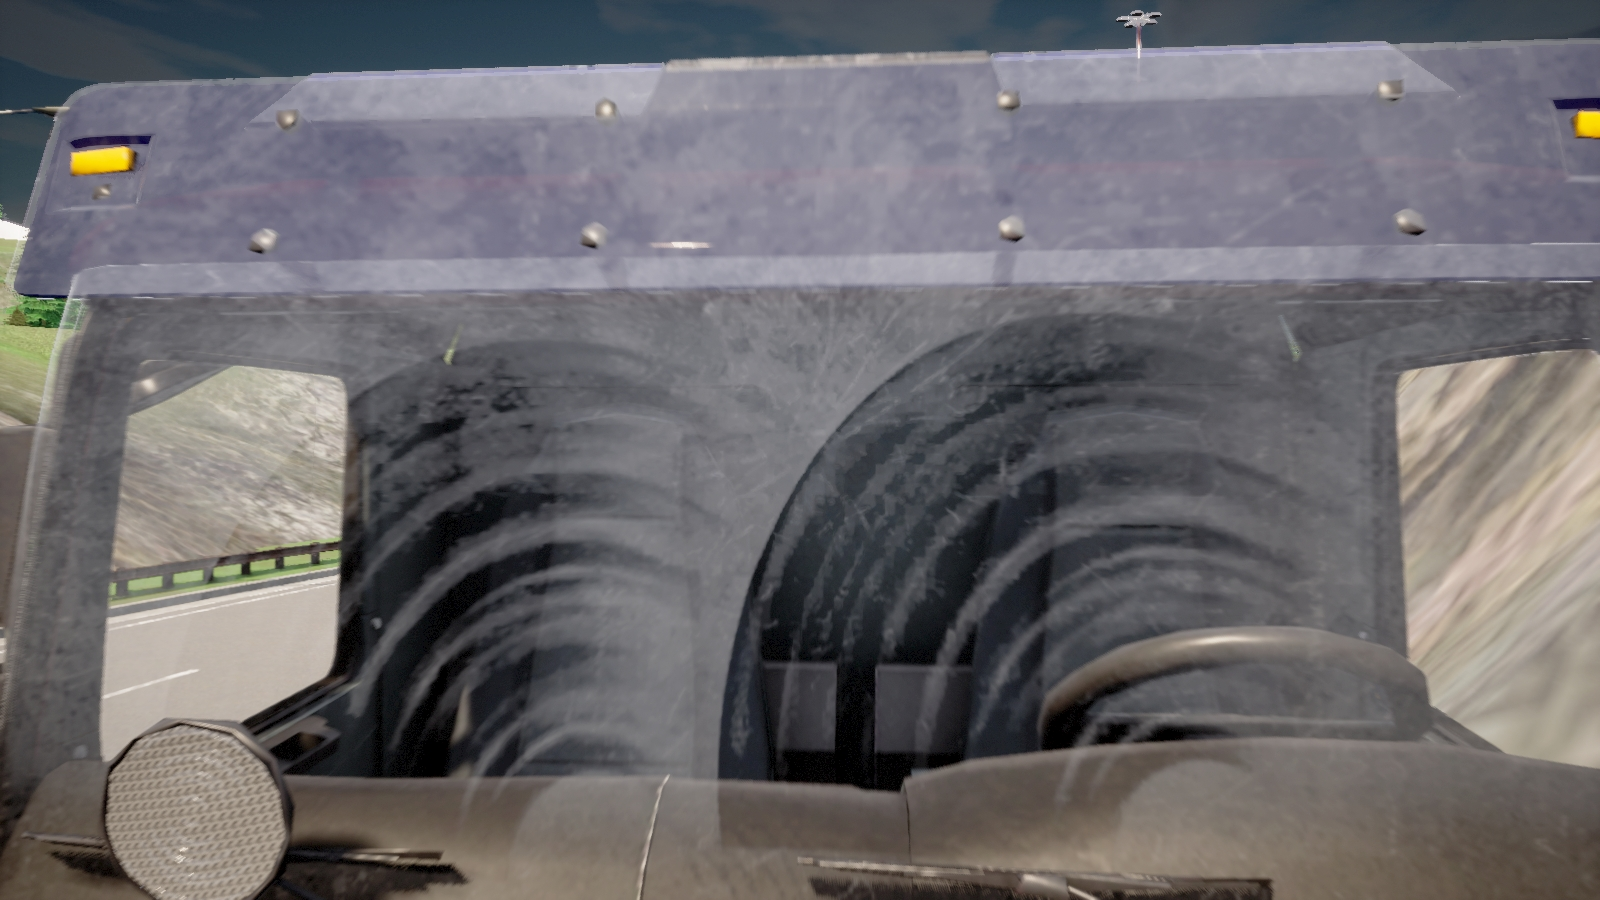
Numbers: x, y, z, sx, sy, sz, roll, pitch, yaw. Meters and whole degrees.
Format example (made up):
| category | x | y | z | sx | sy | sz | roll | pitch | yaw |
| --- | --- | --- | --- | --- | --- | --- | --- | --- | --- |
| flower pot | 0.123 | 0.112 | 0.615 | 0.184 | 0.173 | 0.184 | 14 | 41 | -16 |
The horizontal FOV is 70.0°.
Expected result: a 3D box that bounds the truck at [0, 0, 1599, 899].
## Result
| category | x | y | z | sx | sy | sz | roll | pitch | yaw |
| --- | --- | --- | --- | --- | --- | --- | --- | --- | --- |
| truck | 0.252 | 0.890 | 5.135 | 2.891 | 3.827 | 8.468 | 0 | 0 | 5 |
